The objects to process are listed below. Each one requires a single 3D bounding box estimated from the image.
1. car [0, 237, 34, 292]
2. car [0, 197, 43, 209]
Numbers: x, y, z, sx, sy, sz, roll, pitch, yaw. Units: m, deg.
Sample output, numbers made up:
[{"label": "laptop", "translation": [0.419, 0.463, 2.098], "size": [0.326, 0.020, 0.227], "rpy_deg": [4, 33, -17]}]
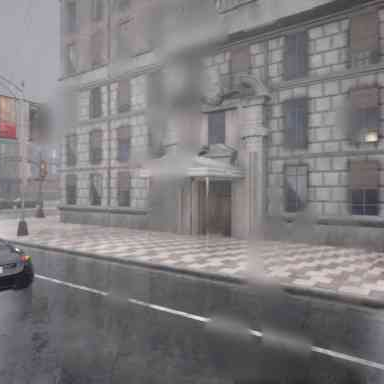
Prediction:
[{"label": "car", "translation": [-5.600, 1.564, 7.841], "size": [4.181, 1.385, 1.994], "rpy_deg": [0, 0, 35]}, {"label": "car", "translation": [-22.100, 1.477, 43.615], "size": [1.882, 1.535, 5.008], "rpy_deg": [0, 0, 35]}]
